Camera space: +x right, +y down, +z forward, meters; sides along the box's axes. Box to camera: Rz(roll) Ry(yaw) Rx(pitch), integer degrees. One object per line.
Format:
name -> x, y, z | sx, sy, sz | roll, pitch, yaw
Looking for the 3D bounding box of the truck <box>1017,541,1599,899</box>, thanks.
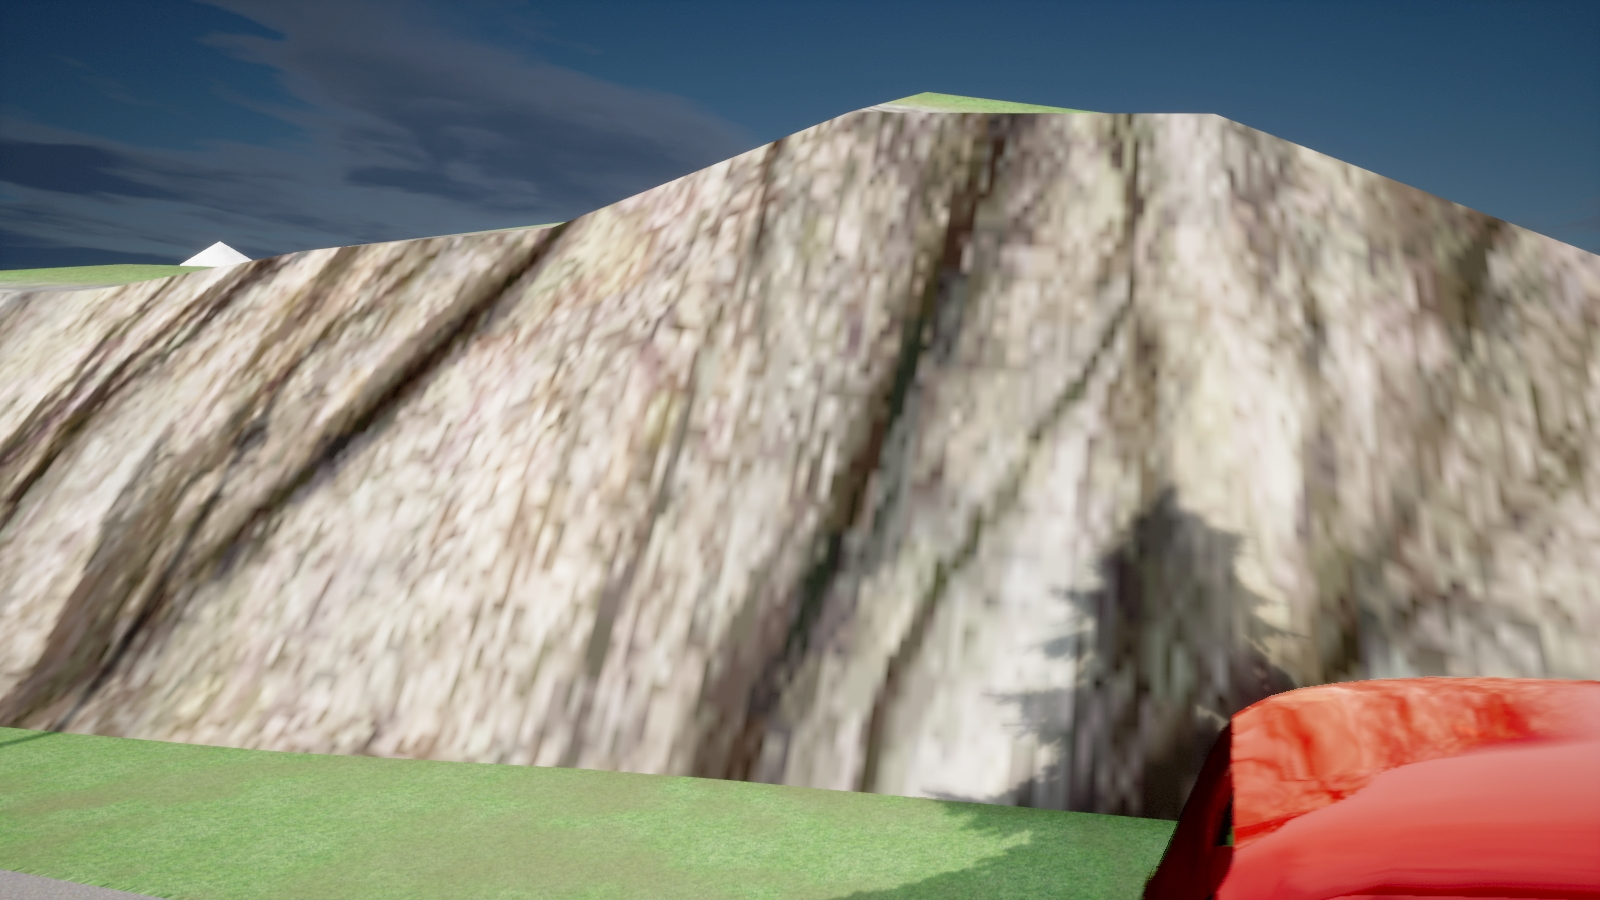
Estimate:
truck -> 3.243, 1.560, 2.096 | 5.204, 2.467, 2.627 | 0, 0, 21
